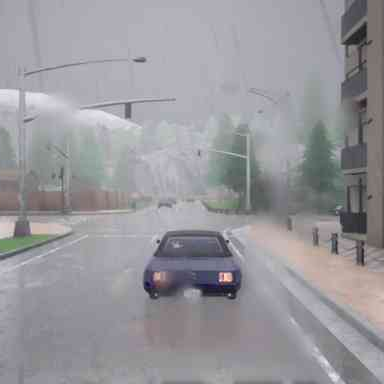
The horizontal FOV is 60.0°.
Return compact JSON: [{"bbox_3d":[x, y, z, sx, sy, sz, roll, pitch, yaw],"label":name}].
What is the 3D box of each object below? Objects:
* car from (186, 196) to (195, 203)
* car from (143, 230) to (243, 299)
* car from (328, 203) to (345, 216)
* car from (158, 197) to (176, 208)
[{"bbox_3d":[-0.305,1.536,68.230,2.033,1.411,5.357,0,0,0],"label":"car"},{"bbox_3d":[0.026,1.599,8.381,1.895,1.301,4.718,0,0,0],"label":"car"},{"bbox_3d":[14.711,1.364,29.892,4.553,1.767,2.097,0,0,-1],"label":"car"},{"bbox_3d":[-3.790,1.540,47.897,2.033,1.411,5.357,0,0,0],"label":"car"}]
